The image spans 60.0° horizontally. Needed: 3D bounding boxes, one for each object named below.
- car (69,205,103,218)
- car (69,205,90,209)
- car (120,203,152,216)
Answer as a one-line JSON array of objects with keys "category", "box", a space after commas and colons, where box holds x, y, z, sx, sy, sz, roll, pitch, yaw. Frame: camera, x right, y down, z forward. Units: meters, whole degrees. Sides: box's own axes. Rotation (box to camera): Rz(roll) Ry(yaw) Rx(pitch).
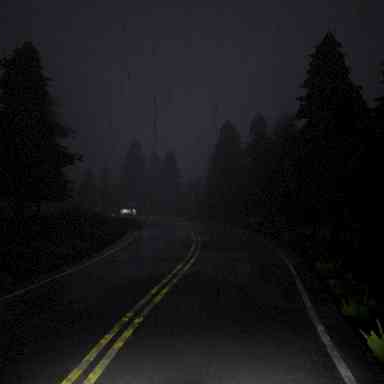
[{"category": "car", "box": [-14.112, 2.655, 44.276, 4.674, 1.442, 1.812, -6, -7, 33]}, {"category": "car", "box": [-13.473, 2.248, 39.905, 4.718, 1.301, 1.895, -5, -7, 36]}, {"category": "car", "box": [-6.443, 1.955, 37.613, 2.128, 1.511, 4.902, 4, -6, -39]}]
